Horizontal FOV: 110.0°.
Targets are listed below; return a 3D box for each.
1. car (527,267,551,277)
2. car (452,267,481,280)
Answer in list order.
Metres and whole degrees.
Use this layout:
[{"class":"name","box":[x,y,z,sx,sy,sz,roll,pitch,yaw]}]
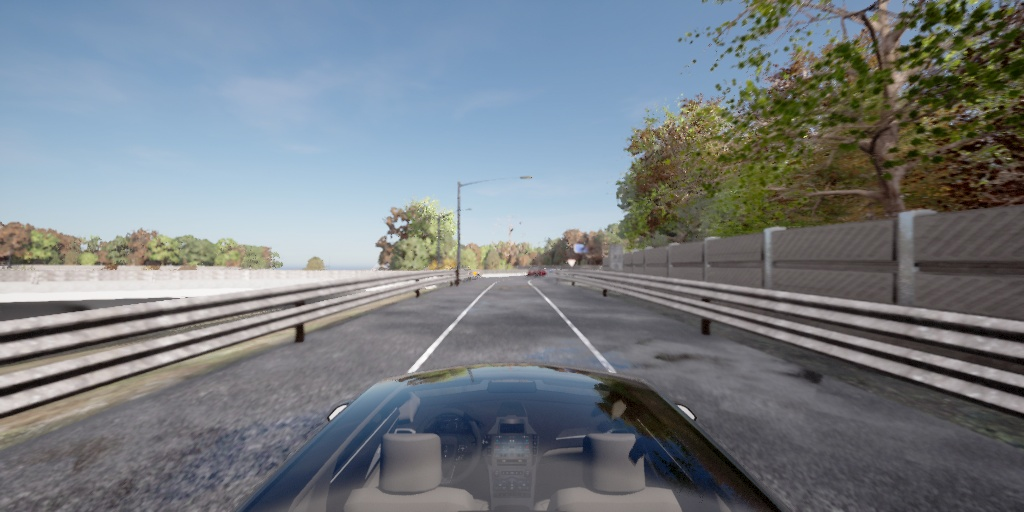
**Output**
[{"class":"car","box":[4.492,2.820,62.621,2.097,1.767,4.553,-1,-3,31]},{"class":"car","box":[-6.233,2.277,47.972,2.097,1.767,4.553,-2,-3,41]}]
